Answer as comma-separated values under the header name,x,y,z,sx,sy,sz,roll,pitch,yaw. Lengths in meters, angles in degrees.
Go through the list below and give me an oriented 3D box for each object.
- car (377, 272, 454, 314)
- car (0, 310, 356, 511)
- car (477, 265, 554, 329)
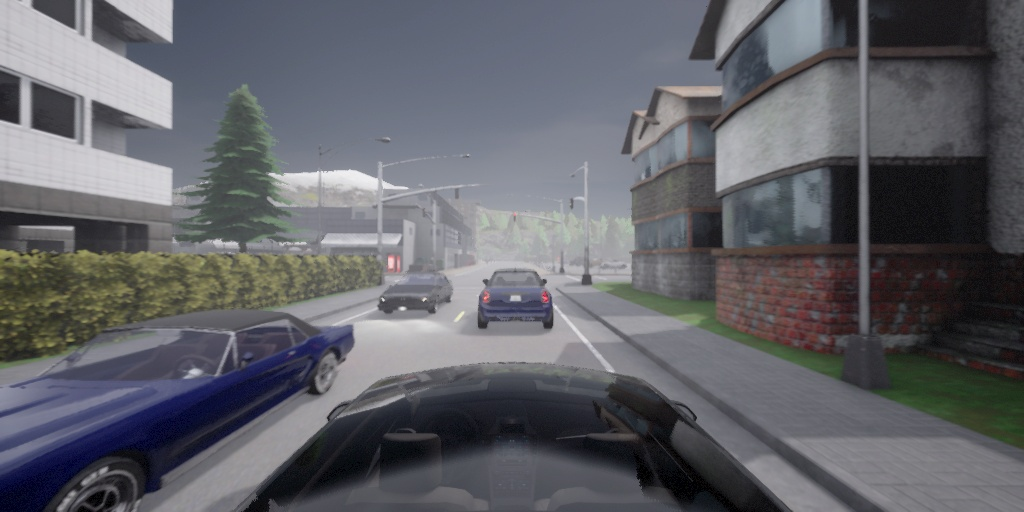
name,x,y,z,sx,sy,sz,roll,pitch,yaw
car,-3.552,1.342,14.352,2.033,1.411,5.357,0,0,1
car,-3.593,1.359,3.877,1.895,1.301,4.718,0,0,0
car,0.095,1.137,11.580,2.097,1.767,4.553,0,0,0
